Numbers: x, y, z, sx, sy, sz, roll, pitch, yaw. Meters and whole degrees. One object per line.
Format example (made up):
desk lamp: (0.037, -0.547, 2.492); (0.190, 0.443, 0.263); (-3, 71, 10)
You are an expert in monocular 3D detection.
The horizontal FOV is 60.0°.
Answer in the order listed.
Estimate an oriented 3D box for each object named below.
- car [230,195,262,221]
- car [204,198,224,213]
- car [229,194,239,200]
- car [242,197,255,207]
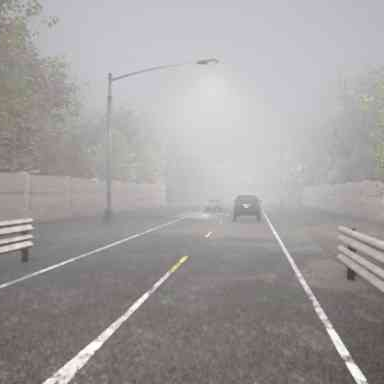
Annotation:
car: (4.611, 1.232, 27.860); (2.150, 2.045, 5.566); (1, 0, 10)
car: (2.522, 1.480, 37.121); (1.837, 1.490, 4.892); (1, 0, 10)
car: (9.829, 1.178, 77.425); (2.033, 1.411, 5.357); (1, 0, 10)
car: (9.023, 1.572, 53.086); (1.994, 1.385, 4.181); (1, 0, 10)
